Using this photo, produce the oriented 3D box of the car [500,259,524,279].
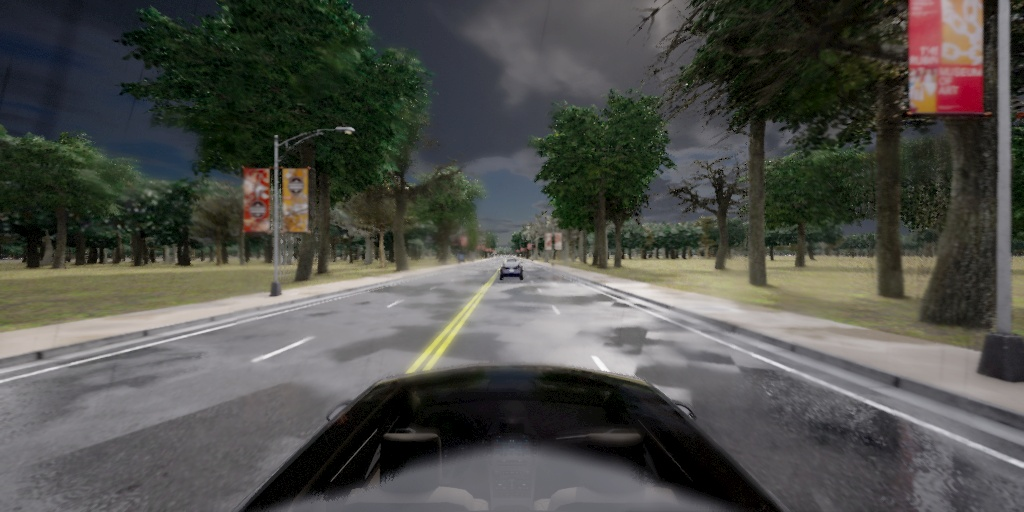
[{"bbox_3d":[-0.041,1.240,31.867,2.163,1.488,4.792,0,0,0],"label":"car"}]
